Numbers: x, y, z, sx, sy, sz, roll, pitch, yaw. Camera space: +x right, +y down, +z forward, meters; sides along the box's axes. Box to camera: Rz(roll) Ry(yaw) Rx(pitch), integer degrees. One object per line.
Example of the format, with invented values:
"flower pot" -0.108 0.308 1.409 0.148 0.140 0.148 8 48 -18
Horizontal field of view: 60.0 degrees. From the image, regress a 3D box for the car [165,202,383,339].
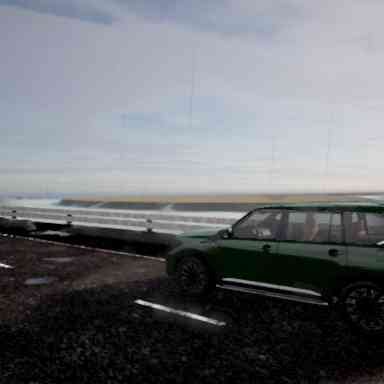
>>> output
"car" 2.047 1.221 6.824 5.566 2.045 2.150 0 0 35
